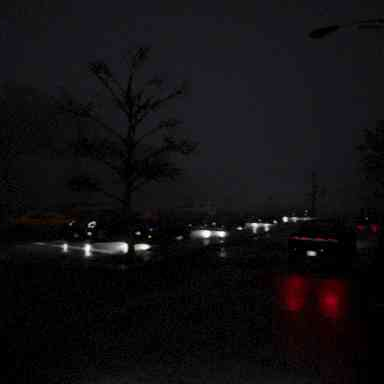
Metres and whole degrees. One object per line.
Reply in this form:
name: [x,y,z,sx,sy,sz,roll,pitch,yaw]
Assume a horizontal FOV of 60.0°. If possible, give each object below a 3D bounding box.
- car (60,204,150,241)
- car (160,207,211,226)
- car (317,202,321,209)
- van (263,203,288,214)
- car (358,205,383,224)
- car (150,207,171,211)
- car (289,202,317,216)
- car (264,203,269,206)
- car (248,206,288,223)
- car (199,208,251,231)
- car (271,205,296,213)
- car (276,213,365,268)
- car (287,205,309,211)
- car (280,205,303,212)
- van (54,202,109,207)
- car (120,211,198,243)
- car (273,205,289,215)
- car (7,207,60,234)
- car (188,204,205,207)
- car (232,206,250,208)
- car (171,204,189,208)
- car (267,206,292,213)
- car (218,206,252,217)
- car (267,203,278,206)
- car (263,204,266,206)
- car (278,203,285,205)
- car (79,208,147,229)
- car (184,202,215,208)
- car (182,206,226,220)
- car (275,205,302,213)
car: [-4.878,1.745,19.240,2.097,1.767,4.553,0,-2,31]
car: [-0.392,2.174,26.617,1.994,1.385,4.181,0,-2,31]
car: [29.359,3.605,85.241,5.566,2.045,2.435,-1,-2,11]
van: [15.524,3.045,62.267,4.442,1.987,1.878,-1,-2,11]
car: [18.456,2.471,34.734,2.128,1.511,4.902,0,-2,31]
car: [-4.877,2.133,29.168,5.366,1.575,1.946,-1,-2,11]
car: [15.928,2.692,47.596,2.097,1.767,4.553,0,-2,32]
car: [9.190,2.931,52.074,4.792,1.488,2.163,-1,-2,11]
car: [8.004,2.434,34.627,2.033,1.411,5.357,0,-2,32]
car: [2.638,2.176,25.827,1.994,1.385,4.181,0,-2,31]
car: [18.471,3.463,67.375,4.792,1.488,2.163,-1,-2,11]
car: [5.049,1.785,12.602,2.128,1.511,4.902,0,-2,31]
car: [24.694,3.736,77.578,4.674,1.452,2.002,-1,-1,11]
car: [21.626,3.603,72.473,4.792,1.488,2.163,-1,-2,11]
van: [-7.673,1.757,24.022,4.442,1.987,1.878,-1,-2,11]
car: [-1.723,1.965,18.670,1.994,1.385,4.181,0,-2,30]
car: [13.823,2.992,49.885,1.895,1.301,4.718,0,-2,31]
car: [-9.151,1.904,21.453,5.366,1.575,1.946,-1,-2,11]
car: [-1.606,2.289,34.237,5.008,1.535,2.097,-1,-2,11]
car: [5.321,2.427,35.973,1.812,1.442,4.674,0,-2,32]
car: [-3.143,2.212,31.679,4.892,1.521,2.231,-1,-2,11]
car: [16.957,3.393,64.818,4.674,1.452,2.002,-1,-2,11]
car: [6.130,2.754,46.970,4.674,1.452,2.002,-1,-2,11]
car: [10.948,2.993,54.588,5.366,1.575,1.946,-1,-3,11]
car: [7.855,2.802,49.490,5.366,1.575,1.946,-1,-2,11]
car: [13.888,3.057,59.718,4.553,1.767,2.185,-1,-2,11]
car: [-6.270,2.089,26.586,4.792,1.488,2.163,-1,-2,11]
car: [-0.087,2.118,36.790,5.566,2.045,2.435,-1,-2,11]
car: [1.483,2.454,39.338,4.892,1.521,2.231,-1,-2,11]
car: [20.232,3.500,69.897,5.366,1.575,1.946,-1,-2,11]
